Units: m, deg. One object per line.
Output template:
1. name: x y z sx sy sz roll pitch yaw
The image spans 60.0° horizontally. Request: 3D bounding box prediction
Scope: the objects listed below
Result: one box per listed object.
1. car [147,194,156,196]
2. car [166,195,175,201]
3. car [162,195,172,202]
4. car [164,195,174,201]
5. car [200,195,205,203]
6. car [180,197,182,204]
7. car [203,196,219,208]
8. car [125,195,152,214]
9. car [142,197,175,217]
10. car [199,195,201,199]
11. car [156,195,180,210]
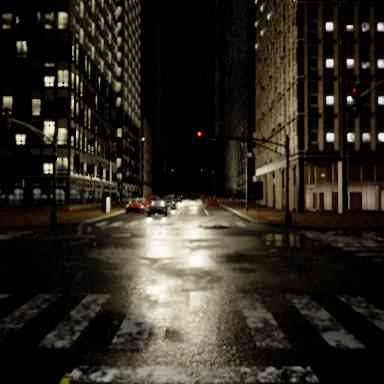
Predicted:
1. car: -5.574 1.259 45.406 2.192 1.841 5.009 1 0 0
2. car: -5.495 1.442 84.432 1.887 1.381 4.507 1 0 0
3. car: -5.518 1.455 73.282 1.887 1.381 4.507 1 0 0
4. car: -5.506 1.455 78.857 2.008 1.369 4.403 1 0 0
5. car: 2.827 1.456 56.776 1.752 1.417 4.829 1 0 0
6. car: -2.875 1.470 63.592 2.033 1.411 5.357 0 0 0
7. car: 2.801 1.526 45.450 1.802 1.307 4.206 1 0 0
8. car: -5.600 1.398 34.256 1.967 1.590 4.097 1 0 0
9. car: -3.027 1.509 31.195 2.033 1.411 5.357 0 0 0
10. car: 2.837 1.490 62.183 1.947 1.339 4.313 1 0 0
11. car: -2.991 1.300 41.870 2.097 1.767 4.553 0 0 2
